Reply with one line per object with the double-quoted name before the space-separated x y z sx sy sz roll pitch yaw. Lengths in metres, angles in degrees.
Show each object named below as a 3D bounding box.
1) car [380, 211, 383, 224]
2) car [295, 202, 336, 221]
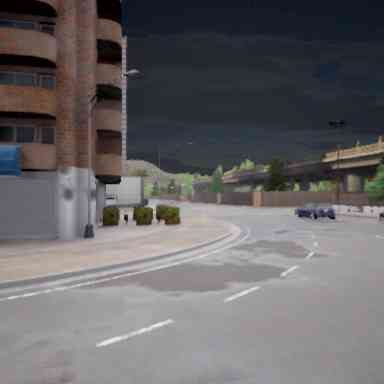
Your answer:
"car" 15.785 1.611 24.361 2.097 1.767 4.553 0 -1 3
"car" 11.701 1.725 31.908 2.097 1.767 4.553 0 -1 -8
